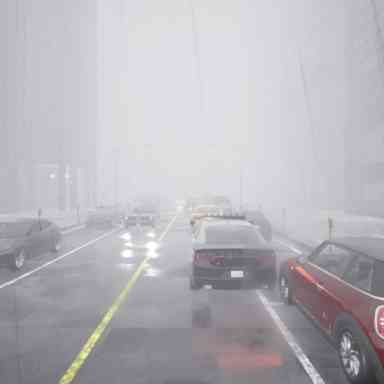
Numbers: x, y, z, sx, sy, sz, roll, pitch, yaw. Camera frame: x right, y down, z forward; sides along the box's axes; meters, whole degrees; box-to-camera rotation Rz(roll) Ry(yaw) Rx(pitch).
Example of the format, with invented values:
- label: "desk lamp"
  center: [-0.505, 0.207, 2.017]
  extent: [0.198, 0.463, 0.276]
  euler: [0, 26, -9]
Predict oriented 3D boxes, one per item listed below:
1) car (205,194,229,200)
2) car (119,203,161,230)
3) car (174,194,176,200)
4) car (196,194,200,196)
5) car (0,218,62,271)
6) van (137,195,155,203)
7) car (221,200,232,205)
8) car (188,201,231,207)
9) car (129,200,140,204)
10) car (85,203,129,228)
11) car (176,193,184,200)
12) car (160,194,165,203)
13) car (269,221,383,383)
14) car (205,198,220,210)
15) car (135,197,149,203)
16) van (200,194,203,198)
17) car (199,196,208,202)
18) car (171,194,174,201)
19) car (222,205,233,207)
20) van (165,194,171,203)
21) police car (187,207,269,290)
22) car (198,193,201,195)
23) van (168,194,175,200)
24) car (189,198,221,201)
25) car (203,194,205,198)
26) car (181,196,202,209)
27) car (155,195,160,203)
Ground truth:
- label: "car"
  center: [2.753, 1.326, 33.400]
  extent: [2.192, 1.841, 5.009]
  euler: [0, 0, 0]
- label: "car"
  center: [-3.107, 1.605, 21.531]
  extent: [1.895, 1.301, 4.718]
  euler: [0, 0, 0]
- label: "car"
  center: [-5.784, 1.601, 83.871]
  extent: [2.008, 1.369, 4.403]
  euler: [0, 0, 0]
- label: "car"
  center: [-0.016, 1.596, 63.265]
  extent: [1.994, 1.385, 4.181]
  euler: [0, 0, 0]
- label: "car"
  center: [-5.766, 1.567, 10.948]
  extent: [1.947, 1.339, 4.313]
  euler: [0, 0, 0]
- label: "van"
  center: [-5.773, 1.356, 38.995]
  extent: [1.690, 1.788, 3.998]
  euler: [0, 0, 0]
- label: "car"
  center: [2.754, 1.590, 27.791]
  extent: [1.802, 1.307, 4.206]
  euler: [0, 0, 0]
- label: "car"
  center: [0.846, 1.483, 19.072]
  extent: [1.882, 1.535, 5.008]
  euler: [0, 0, -1]
- label: "car"
  center: [-5.771, 1.590, 27.776]
  extent: [1.802, 1.307, 4.206]
  euler: [0, 0, 0]
- label: "car"
  center: [-5.769, 1.555, 22.167]
  extent: [2.008, 1.369, 4.403]
  euler: [0, 0, 0]
- label: "car"
  center: [-3.024, 1.551, 91.945]
  extent: [2.128, 1.511, 4.902]
  euler: [0, 0, 0]
- label: "car"
  center: [-5.776, 1.337, 50.214]
  extent: [2.192, 1.841, 5.009]
  euler: [0, 0, 0]
- label: "car"
  center: [2.760, 1.440, 5.355]
  extent: [1.967, 1.590, 4.097]
  euler: [0, 0, 0]
- label: "car"
  center: [2.750, 1.544, 44.789]
  extent: [1.752, 1.417, 4.829]
  euler: [0, 0, 0]
- label: "car"
  center: [-5.772, 1.536, 33.216]
  extent: [1.752, 1.417, 4.829]
  euler: [0, 0, 0]
- label: "van"
  center: [2.748, 1.368, 55.837]
  extent: [1.690, 1.788, 3.998]
  euler: [0, 0, 0]
- label: "car"
  center: [2.742, 1.590, 78.273]
  extent: [1.887, 1.381, 4.507]
  euler: [0, 0, 0]
- label: "car"
  center: [-5.781, 1.355, 72.652]
  extent: [2.192, 1.841, 5.009]
  euler: [0, 0, 0]
- label: "car"
  center: [2.757, 1.568, 16.573]
  extent: [1.947, 1.339, 4.313]
  euler: [0, 0, 0]
- label: "van"
  center: [-5.780, 1.376, 67.043]
  extent: [1.690, 1.788, 3.998]
  euler: [0, 0, 0]
- label: "police car"
  center: [0.896, 1.426, 9.189]
  extent: [1.930, 1.638, 5.238]
  euler: [0, 0, 0]
- label: "car"
  center: [2.745, 1.350, 67.055]
  extent: [2.192, 1.841, 5.009]
  euler: [0, 0, 0]
- label: "van"
  center: [-5.787, 1.402, 95.090]
  extent: [1.690, 1.788, 3.998]
  euler: [0, 0, 0]
- label: "car"
  center: [0.892, 1.484, 25.080]
  extent: [1.882, 1.535, 5.008]
  euler: [0, 0, 0]
- label: "car"
  center: [2.752, 1.330, 39.010]
  extent: [2.192, 1.841, 5.009]
  euler: [0, 0, 0]
- label: "car"
  center: [0.000, 1.566, 44.554]
  extent: [2.033, 1.411, 5.357]
  euler: [0, 0, 1]
- label: "car"
  center: [-5.775, 1.458, 44.605]
  extent: [1.967, 1.590, 4.097]
  euler: [0, 0, 0]
